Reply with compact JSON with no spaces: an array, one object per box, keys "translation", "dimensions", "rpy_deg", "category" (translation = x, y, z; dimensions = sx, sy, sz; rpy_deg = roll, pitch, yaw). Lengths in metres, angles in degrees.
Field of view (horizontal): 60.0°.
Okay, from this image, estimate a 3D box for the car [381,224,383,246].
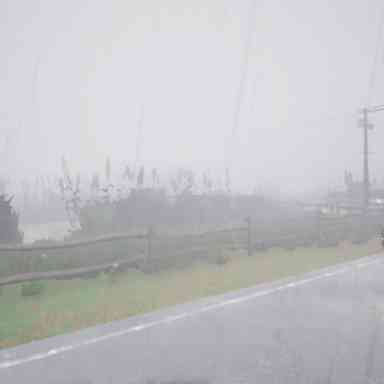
[{"translation":[8.768,0.999,11.102],"dimensions":[5.566,2.045,2.150],"rpy_deg":[-1,-1,-29],"category":"car"}]
